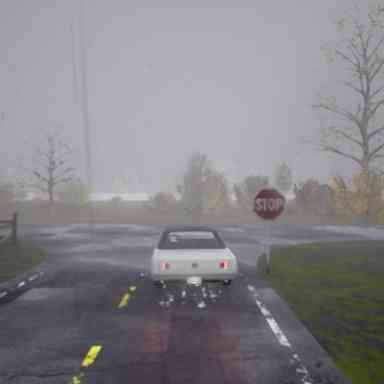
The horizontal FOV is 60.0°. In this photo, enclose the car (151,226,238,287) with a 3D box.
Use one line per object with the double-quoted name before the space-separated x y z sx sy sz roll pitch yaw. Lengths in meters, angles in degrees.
"car" -0.095 1.591 9.284 1.895 1.301 4.718 0 0 -4
